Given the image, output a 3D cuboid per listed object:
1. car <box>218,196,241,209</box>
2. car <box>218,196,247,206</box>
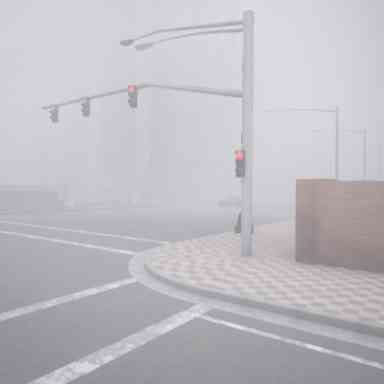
[{"bbox_3d":[5.197,1.258,42.479,1.882,1.535,5.008,1,0,36],"label":"car"},{"bbox_3d":[6.101,1.291,49.670,2.033,1.411,5.357,1,0,36],"label":"car"}]
